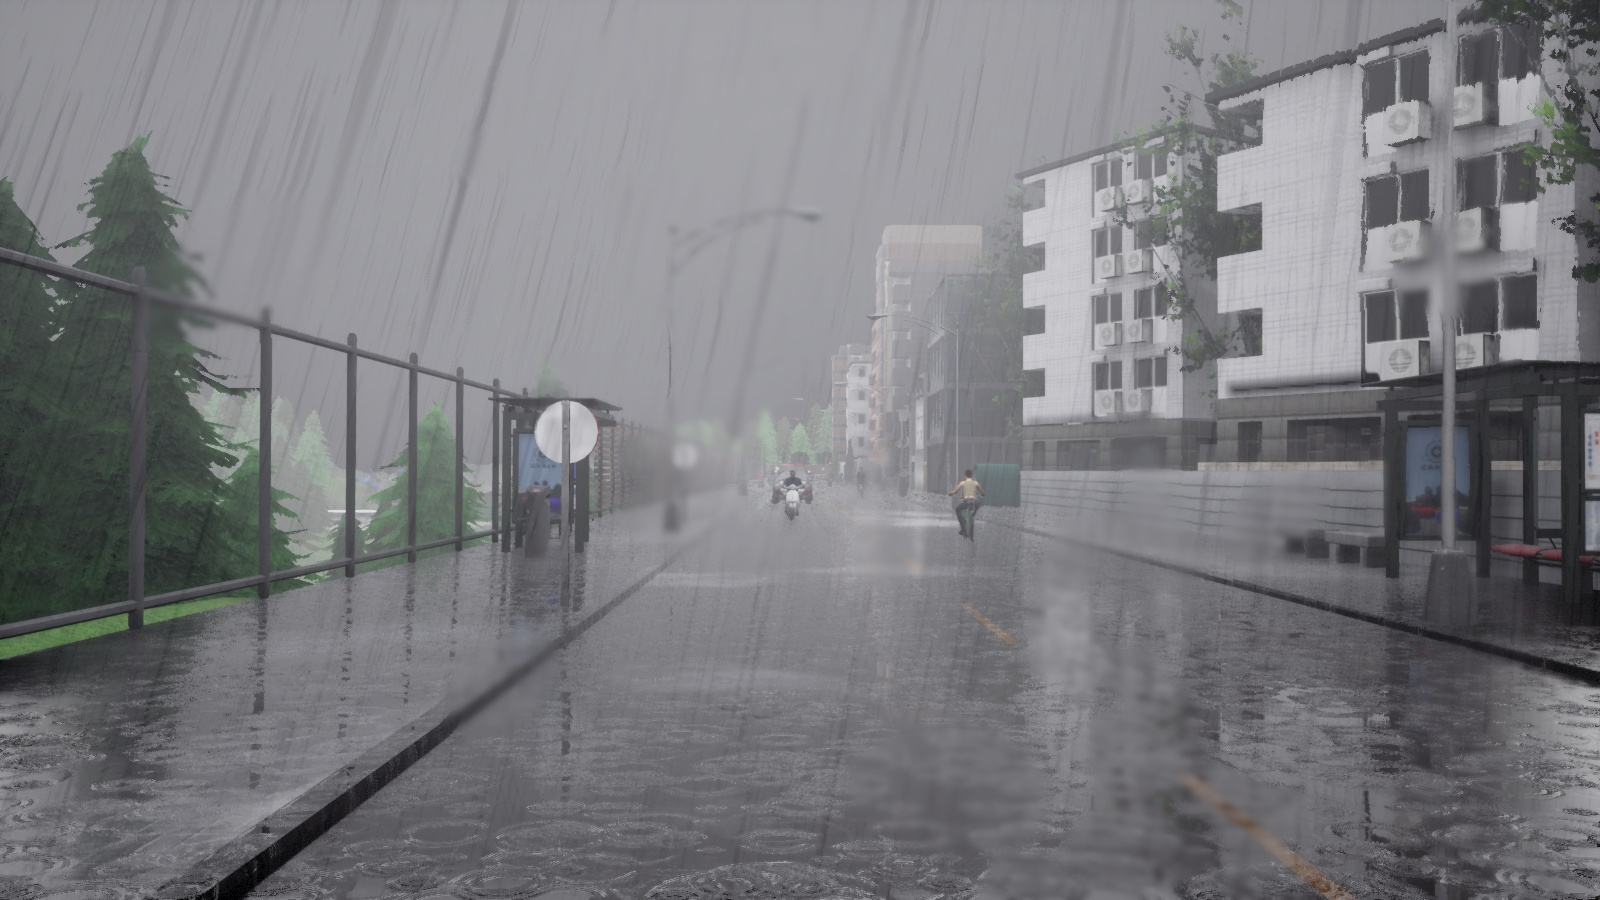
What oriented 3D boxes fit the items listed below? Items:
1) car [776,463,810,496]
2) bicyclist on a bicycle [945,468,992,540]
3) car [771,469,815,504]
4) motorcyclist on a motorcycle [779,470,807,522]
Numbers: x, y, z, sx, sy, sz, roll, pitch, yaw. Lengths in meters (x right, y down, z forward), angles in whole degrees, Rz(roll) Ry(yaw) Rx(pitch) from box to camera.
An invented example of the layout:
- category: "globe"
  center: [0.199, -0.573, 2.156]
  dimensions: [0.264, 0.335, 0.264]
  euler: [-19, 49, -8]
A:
- category: "car"
  center: [-0.476, 1.919, 82.613]
  dimensions: [2.150, 2.045, 5.566]
  euler: [0, -1, 0]
- category: "bicyclist on a bicycle"
  center: [3.841, 1.217, 28.737]
  dimensions: [0.866, 1.612, 1.509]
  euler: [0, -1, 0]
- category: "car"
  center: [-0.350, 1.778, 61.618]
  dimensions: [2.033, 1.649, 4.856]
  euler: [0, -1, 0]
- category: "motorcyclist on a motorcycle"
  center: [-0.219, 1.435, 39.776]
  dimensions: [0.866, 1.590, 1.817]
  euler: [0, -1, 0]
